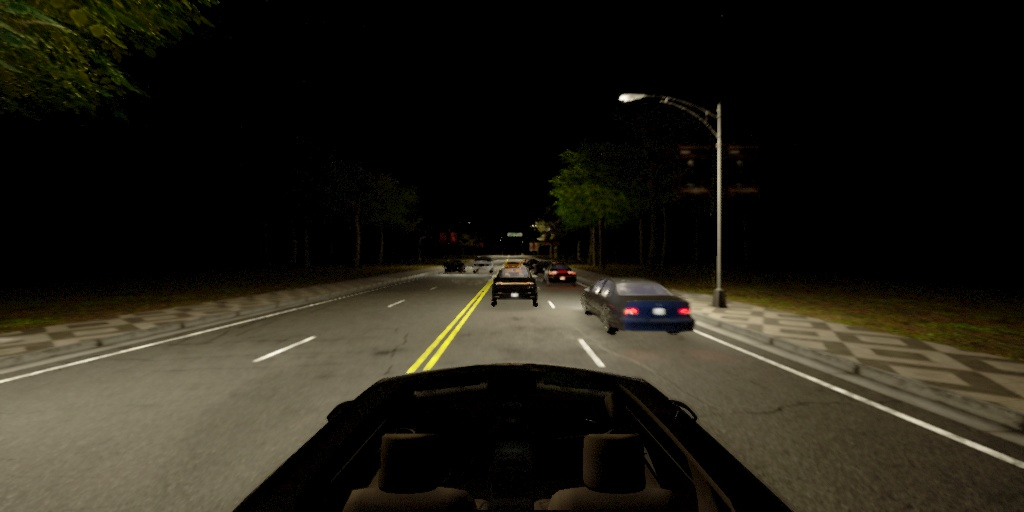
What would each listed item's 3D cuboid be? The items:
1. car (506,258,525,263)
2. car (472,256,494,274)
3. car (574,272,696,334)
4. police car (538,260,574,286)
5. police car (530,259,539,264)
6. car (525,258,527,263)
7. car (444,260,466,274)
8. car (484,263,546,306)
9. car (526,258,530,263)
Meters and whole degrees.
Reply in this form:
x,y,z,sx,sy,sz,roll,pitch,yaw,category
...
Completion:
x,y,z,sx,sy,sz,roll,pitch,yaw,category
0.102,1.237,36.541,1.882,1.535,5.008,0,0,0,car
-3.317,0.984,42.095,2.150,2.045,5.566,0,0,0,car
3.346,1.299,10.595,2.033,1.411,5.357,0,0,1,car
3.252,1.262,25.426,2.038,1.542,4.974,0,0,0,police car
3.253,1.185,36.535,1.930,1.638,5.238,0,0,0,police car
3.254,1.245,58.424,1.837,1.490,4.892,0,0,0,car
-6.571,1.237,41.559,1.882,1.535,5.008,0,0,0,car
0.101,1.245,15.825,2.128,1.511,4.902,0,0,0,car
3.254,1.282,47.424,1.812,1.442,4.674,0,0,0,car
